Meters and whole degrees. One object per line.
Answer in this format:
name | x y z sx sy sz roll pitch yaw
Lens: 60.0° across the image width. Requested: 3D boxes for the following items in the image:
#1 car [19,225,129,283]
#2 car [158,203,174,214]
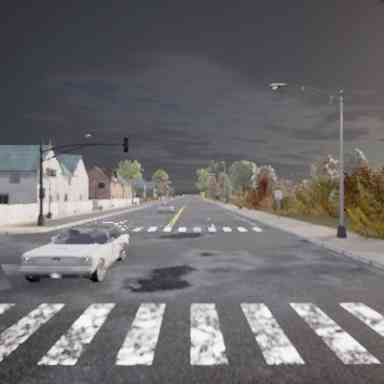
car | -3.259 1.726 10.161 1.895 1.301 4.718 0 -1 0
car | -3.289 2.088 42.282 1.895 1.301 4.718 0 -1 0
